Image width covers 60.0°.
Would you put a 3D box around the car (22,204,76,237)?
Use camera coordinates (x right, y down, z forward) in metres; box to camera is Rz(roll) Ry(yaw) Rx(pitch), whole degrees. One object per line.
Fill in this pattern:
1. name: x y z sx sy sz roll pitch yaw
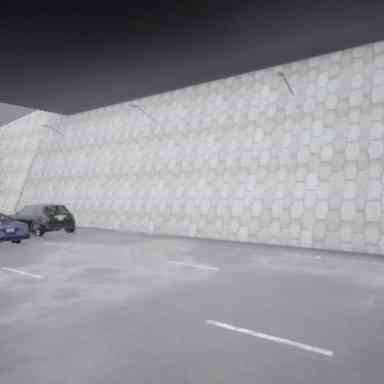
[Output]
1. car: -8.656 1.434 18.774 4.553 1.767 2.097 0 0 36

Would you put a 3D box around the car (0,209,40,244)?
1. car: -9.426 1.622 15.022 5.357 1.411 2.033 0 0 36
